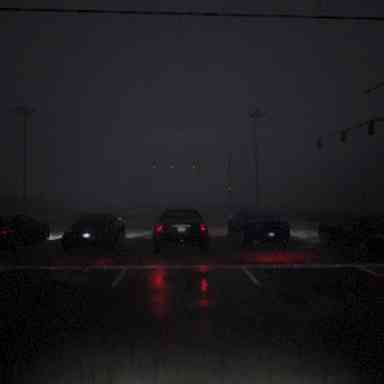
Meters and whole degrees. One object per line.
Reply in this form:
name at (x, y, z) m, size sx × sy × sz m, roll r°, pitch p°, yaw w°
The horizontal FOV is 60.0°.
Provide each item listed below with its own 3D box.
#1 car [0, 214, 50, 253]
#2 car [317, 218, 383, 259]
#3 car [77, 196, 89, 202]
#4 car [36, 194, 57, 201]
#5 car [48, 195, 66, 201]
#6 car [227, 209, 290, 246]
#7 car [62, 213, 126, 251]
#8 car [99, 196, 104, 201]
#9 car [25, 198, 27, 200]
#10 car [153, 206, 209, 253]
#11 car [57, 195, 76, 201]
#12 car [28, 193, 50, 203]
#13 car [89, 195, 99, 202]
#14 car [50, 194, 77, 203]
car at (-7.517, 1.583, 13.814) m, size 1.994 × 1.385 × 4.181 m, roll 0°, pitch 0°, yaw -4°
car at (6.602, 1.618, 12.658) m, size 1.895 × 1.301 × 4.718 m, roll 0°, pitch 0°, yaw -4°
car at (-27.159, 1.582, 77.976) m, size 5.008 × 1.535 × 1.882 m, roll 0°, pitch 0°, yaw 35°
car at (-36.339, 1.402, 82.914) m, size 4.553 × 1.767 × 2.097 m, roll 0°, pitch 0°, yaw 21°
car at (-35.012, 1.595, 86.152) m, size 4.181 × 1.385 × 1.994 m, roll 0°, pitch 0°, yaw 21°
car at (2.880, 1.498, 15.374) m, size 1.882 × 1.535 × 5.008 m, roll 0°, pitch 0°, yaw -5°
car at (-4.046, 1.583, 14.272) m, size 1.994 × 1.385 × 4.181 m, roll 0°, pitch 0°, yaw -4°
car at (-24.619, 1.591, 84.670) m, size 5.008 × 1.535 × 1.882 m, roll 0°, pitch 0°, yaw 32°
car at (-38.138, 1.647, 79.857) m, size 4.718 × 1.301 × 1.895 m, roll 0°, pitch 0°, yaw 18°
car at (-0.532, 1.371, 14.056) m, size 2.097 × 1.767 × 4.553 m, roll 0°, pitch 0°, yaw -4°
car at (-33.658, 1.564, 89.379) m, size 4.674 × 1.442 × 1.812 m, roll 0°, pitch 0°, yaw 21°
car at (-33.226, 1.324, 73.573) m, size 5.566 × 2.045 × 2.150 m, roll 0°, pitch 0°, yaw 32°
car at (-25.785, 1.634, 81.254) m, size 4.902 × 1.511 × 2.128 m, roll 0°, pitch 0°, yaw 32°
car at (-29.032, 1.640, 75.007) m, size 5.357 × 1.411 × 2.033 m, roll 0°, pitch 0°, yaw 35°
